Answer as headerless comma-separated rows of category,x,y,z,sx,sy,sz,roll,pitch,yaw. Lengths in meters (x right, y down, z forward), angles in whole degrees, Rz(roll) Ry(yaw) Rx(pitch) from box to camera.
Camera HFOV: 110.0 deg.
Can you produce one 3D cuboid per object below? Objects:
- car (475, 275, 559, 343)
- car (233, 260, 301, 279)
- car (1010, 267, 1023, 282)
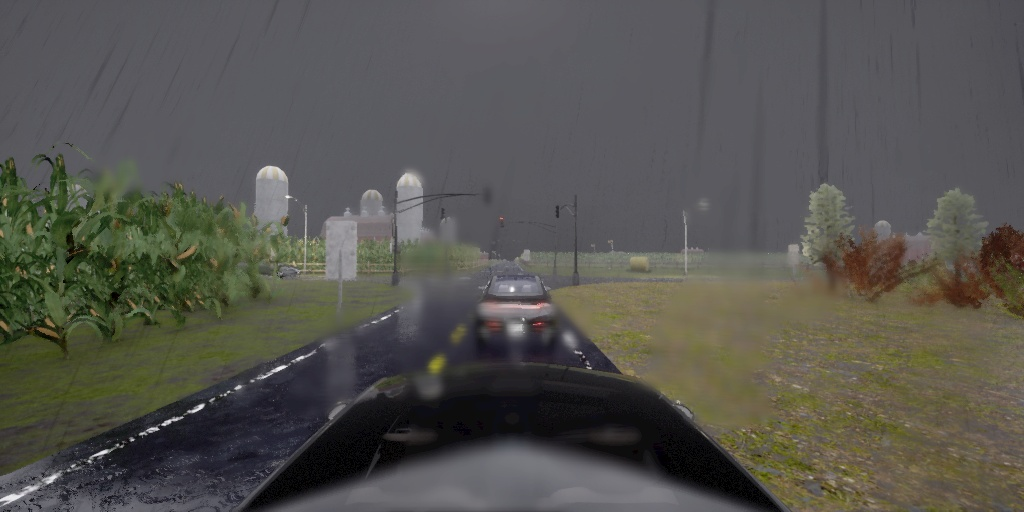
car,0.102,1.245,9.632,2.128,1.511,4.902,0,0,0
car,-19.651,1.063,28.819,4.902,1.511,2.128,0,-1,-4
car,48.671,1.720,33.477,4.674,1.442,1.812,1,-1,-5
